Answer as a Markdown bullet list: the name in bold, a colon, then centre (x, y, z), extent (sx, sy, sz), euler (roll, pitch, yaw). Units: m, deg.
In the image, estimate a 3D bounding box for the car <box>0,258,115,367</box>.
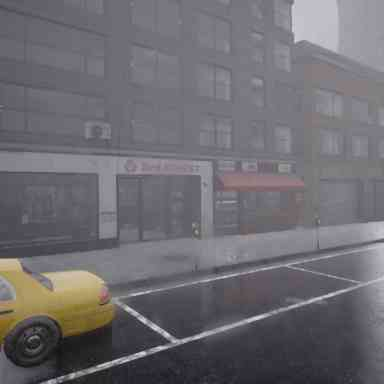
- **car**: centre (-3.456, 1.525, 4.197), extent (4.829, 1.417, 1.752), euler (0, -1, -35)
